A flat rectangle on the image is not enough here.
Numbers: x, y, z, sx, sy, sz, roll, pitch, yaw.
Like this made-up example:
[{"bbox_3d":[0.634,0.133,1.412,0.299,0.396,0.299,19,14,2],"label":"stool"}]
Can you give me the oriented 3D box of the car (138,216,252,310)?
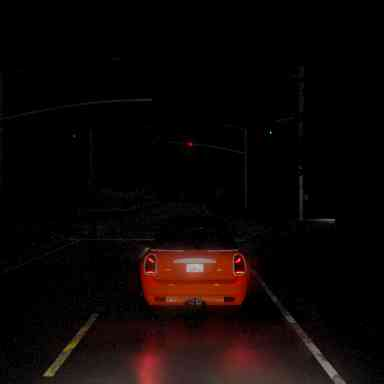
[{"bbox_3d":[0.058,1.352,7.954,2.097,1.767,4.553,0,0,0],"label":"car"}]
